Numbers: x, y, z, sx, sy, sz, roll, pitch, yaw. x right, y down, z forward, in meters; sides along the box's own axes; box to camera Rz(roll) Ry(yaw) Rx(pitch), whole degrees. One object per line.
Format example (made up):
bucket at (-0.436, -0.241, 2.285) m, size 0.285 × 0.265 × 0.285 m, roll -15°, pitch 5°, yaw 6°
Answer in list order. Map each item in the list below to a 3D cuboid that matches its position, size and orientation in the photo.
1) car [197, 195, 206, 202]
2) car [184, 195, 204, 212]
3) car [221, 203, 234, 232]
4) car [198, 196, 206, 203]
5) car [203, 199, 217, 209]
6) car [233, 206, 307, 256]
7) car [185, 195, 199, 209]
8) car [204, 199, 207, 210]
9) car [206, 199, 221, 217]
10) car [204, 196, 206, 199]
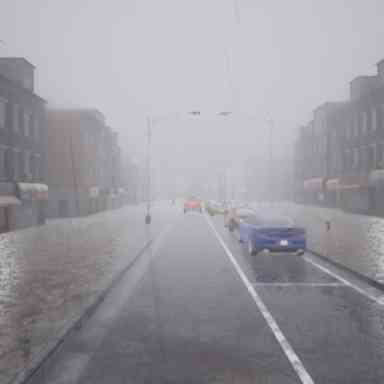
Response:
car at (2.646, 1.853, 91.877) m, size 2.192 × 1.841 × 5.009 m, roll -1°, pitch -1°, yaw 0°
car at (0.086, 1.511, 40.974) m, size 2.097 × 1.767 × 4.553 m, roll 0°, pitch 0°, yaw 0°
car at (3.027, 1.587, 20.367) m, size 1.812 × 1.442 × 4.674 m, roll 0°, pitch 0°, yaw 0°
car at (2.646, 1.929, 86.474) m, size 1.967 × 1.590 × 4.097 m, roll -1°, pitch -1°, yaw 0°
car at (2.642, 1.785, 49.131) m, size 1.802 × 1.307 × 4.206 m, roll 0°, pitch 0°, yaw 0°
car at (3.017, 1.514, 13.367) m, size 1.882 × 1.535 × 5.008 m, roll 0°, pitch 0°, yaw 0°
car at (0.014, 1.440, 51.449) m, size 2.150 × 2.045 × 5.566 m, roll 0°, pitch 0°, yaw 0°
car at (2.641, 1.724, 38.198) m, size 1.802 × 1.307 × 4.206 m, roll 0°, pitch 0°, yaw 0°
car at (2.640, 1.642, 32.901) m, size 1.752 × 1.417 × 4.829 m, roll 0°, pitch 0°, yaw 0°
car at (2.641, 1.611, 43.665) m, size 1.967 × 1.590 × 4.097 m, roll 0°, pitch 0°, yaw 0°
